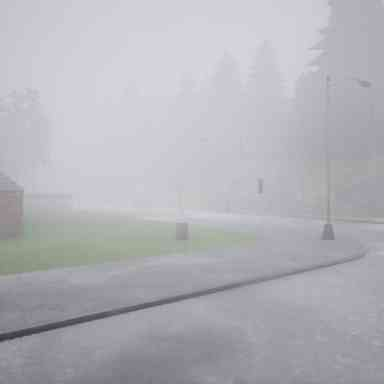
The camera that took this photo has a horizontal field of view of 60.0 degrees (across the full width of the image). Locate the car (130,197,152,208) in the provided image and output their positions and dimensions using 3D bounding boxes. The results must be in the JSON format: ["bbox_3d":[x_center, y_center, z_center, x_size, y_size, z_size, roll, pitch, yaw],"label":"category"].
[{"bbox_3d":[-7.566,1.526,49.157,1.812,1.442,4.674,0,0,-35],"label":"car"}]

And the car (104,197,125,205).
[{"bbox_3d":[-13.313,1.547,57.157,2.033,1.411,5.357,0,0,-35],"label":"car"}]

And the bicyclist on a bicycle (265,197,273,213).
[{"bbox_3d":[7.935,1.349,34.655,1.656,1.620,0.582,0,0,-36],"label":"bicyclist on a bicycle"}]
